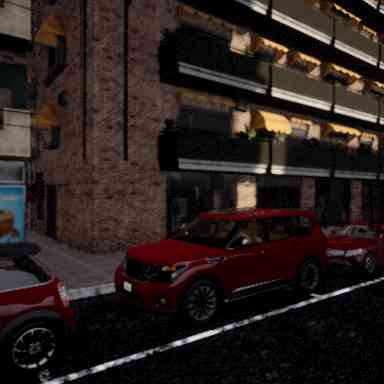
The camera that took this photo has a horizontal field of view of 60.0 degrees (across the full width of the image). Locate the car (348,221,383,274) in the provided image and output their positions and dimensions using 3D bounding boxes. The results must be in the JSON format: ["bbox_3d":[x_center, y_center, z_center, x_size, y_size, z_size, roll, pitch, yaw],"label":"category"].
[{"bbox_3d":[5.513,1.591,10.518,4.206,1.307,1.802,0,0,-36],"label":"car"}]

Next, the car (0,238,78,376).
[{"bbox_3d":[-3.647,1.446,3.947,4.097,1.590,1.967,0,0,-36],"label":"car"}]

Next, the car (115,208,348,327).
[{"bbox_3d":[0.934,1.323,7.231,5.009,1.841,2.192,0,0,-36],"label":"car"}]
